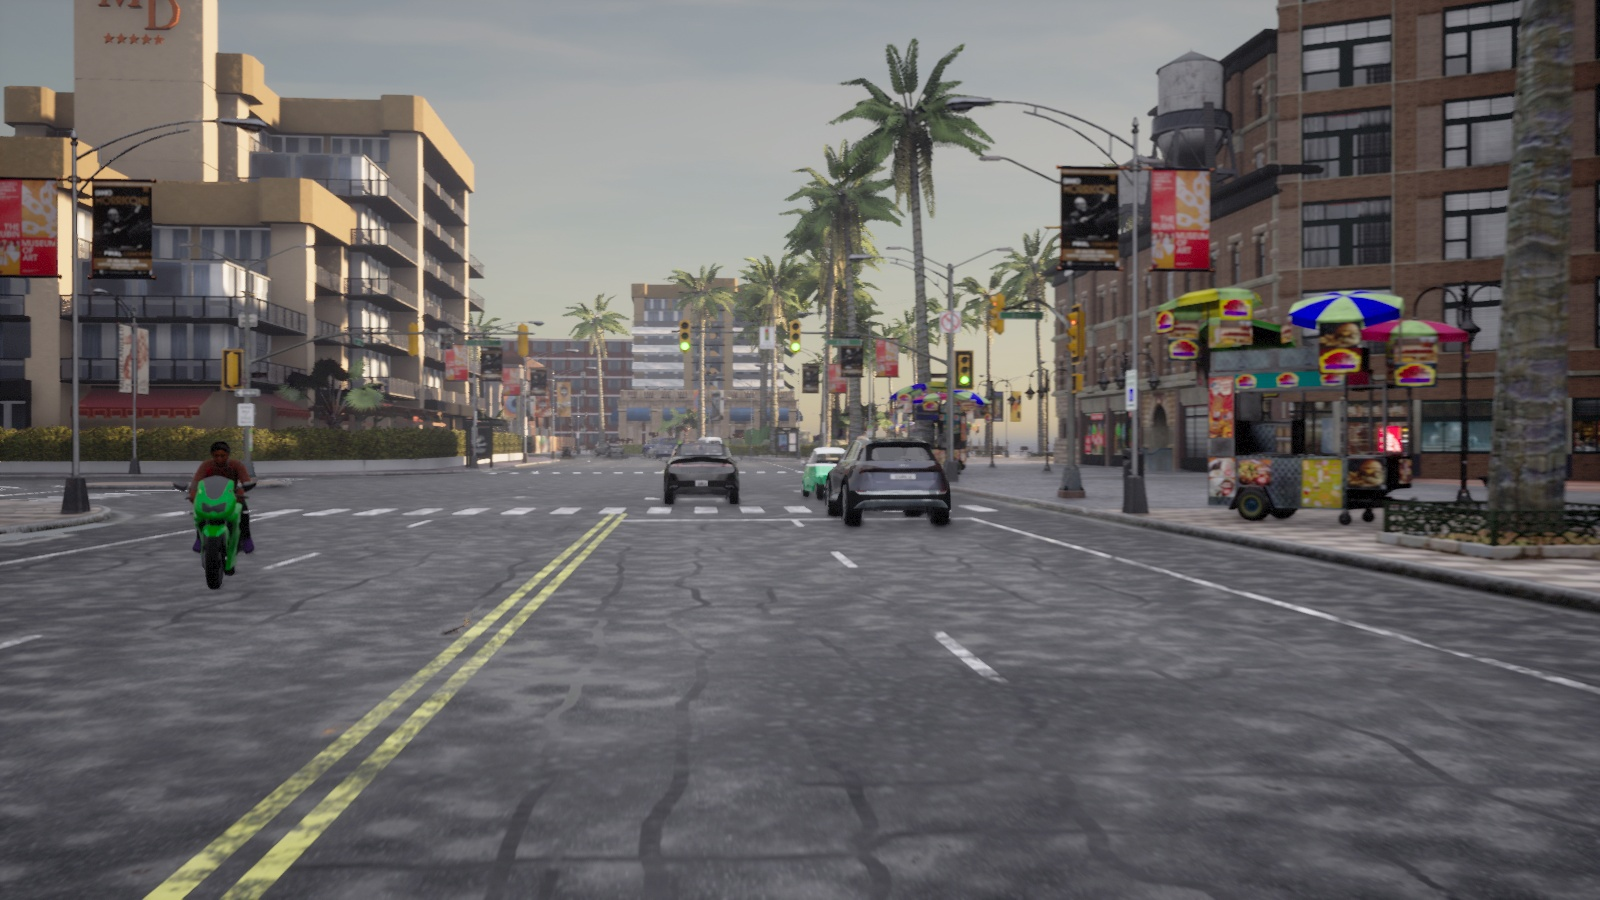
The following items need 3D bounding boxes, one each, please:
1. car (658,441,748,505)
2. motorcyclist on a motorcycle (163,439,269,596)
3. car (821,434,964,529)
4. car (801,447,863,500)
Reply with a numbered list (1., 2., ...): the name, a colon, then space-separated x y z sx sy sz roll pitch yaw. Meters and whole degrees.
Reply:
1. car: -2.492 0.521 32.201 2.128 1.511 4.902 0 0 -5
2. motorcyclist on a motorcycle: -6.134 0.653 13.285 0.797 1.523 2.044 0 0 -19
3. car: 1.662 0.539 24.297 2.033 1.649 4.856 0 0 -5
4. car: 0.852 0.608 34.275 1.481 1.376 2.207 0 1 -5
